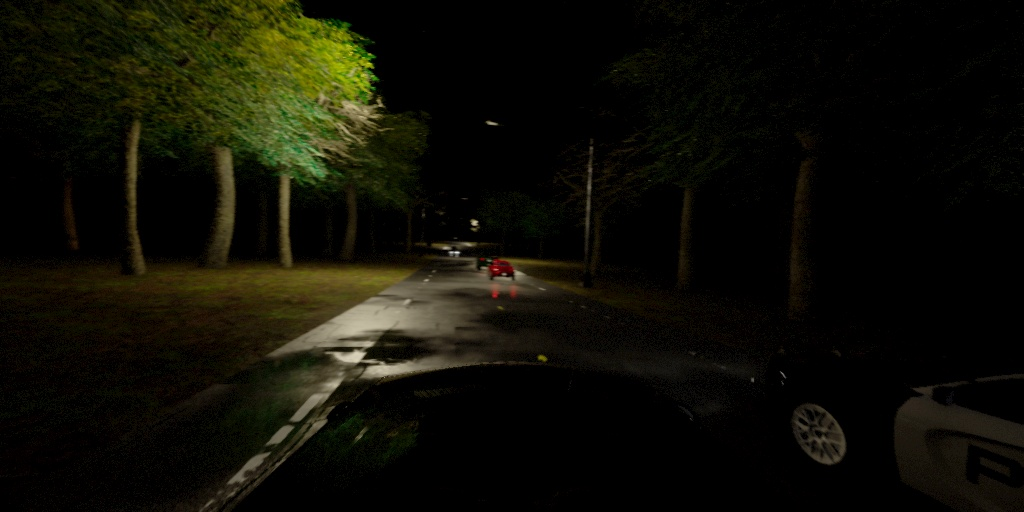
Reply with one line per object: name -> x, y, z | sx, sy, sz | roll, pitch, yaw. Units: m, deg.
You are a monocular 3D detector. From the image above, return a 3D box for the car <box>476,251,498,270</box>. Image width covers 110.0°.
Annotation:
car -> -2.692, 0.459, 38.733 | 2.150, 2.045, 5.566 | 3, 2, -9

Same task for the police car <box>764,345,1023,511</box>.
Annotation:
police car -> 4.229, 1.365, 2.275 | 1.930, 1.638, 5.238 | 3, 0, -9

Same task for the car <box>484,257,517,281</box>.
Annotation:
car -> -0.880, 1.061, 27.658 | 1.812, 1.442, 4.674 | 3, 1, -9
